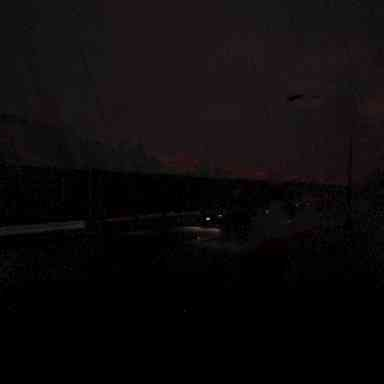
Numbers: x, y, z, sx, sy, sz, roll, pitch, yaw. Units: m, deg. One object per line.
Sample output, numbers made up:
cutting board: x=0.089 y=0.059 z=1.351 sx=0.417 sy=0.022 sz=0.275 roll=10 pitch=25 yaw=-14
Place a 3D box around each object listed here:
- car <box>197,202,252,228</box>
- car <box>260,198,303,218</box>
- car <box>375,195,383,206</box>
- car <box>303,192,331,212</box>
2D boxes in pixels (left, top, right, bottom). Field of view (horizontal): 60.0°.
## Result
car: x=2.083 y=1.347 z=20.579 sx=1.994 sy=1.385 sz=4.181 roll=1 pitch=1 yaw=36
car: x=7.316 y=1.282 z=27.764 sx=1.837 sy=1.490 sz=4.892 roll=1 pitch=1 yaw=36
car: x=29.720 y=1.192 z=51.406 sx=2.097 sy=1.767 sz=4.553 roll=1 pitch=1 yaw=36
car: x=13.541 y=0.992 z=36.282 sx=2.150 sy=2.045 sz=5.566 roll=1 pitch=1 yaw=37
